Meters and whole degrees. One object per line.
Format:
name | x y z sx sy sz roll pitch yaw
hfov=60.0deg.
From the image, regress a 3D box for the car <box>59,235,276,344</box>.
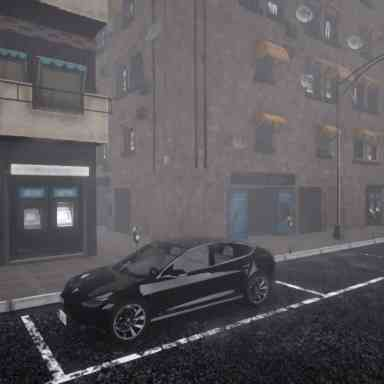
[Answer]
car | -0.224 1.566 6.415 4.313 1.339 1.947 0 0 -36
